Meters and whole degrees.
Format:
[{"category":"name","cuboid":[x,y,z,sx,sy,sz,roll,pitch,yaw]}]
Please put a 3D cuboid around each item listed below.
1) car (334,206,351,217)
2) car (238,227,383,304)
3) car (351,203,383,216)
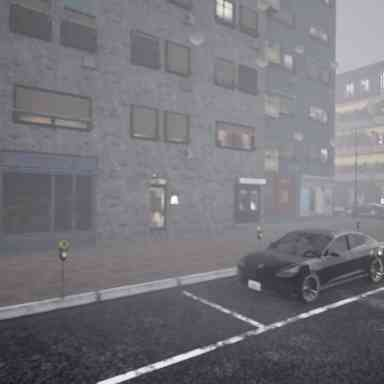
[{"category":"car","cuboid":[13.091,1.662,33.061,1.967,1.590,4.097,1,-1,-36]},{"category":"car","cuboid":[3.096,1.600,8.258,4.313,1.339,1.947,0,0,-35]},{"category":"car","cuboid":[19.690,1.902,37.821,2.008,1.369,4.403,1,-1,-36]}]
